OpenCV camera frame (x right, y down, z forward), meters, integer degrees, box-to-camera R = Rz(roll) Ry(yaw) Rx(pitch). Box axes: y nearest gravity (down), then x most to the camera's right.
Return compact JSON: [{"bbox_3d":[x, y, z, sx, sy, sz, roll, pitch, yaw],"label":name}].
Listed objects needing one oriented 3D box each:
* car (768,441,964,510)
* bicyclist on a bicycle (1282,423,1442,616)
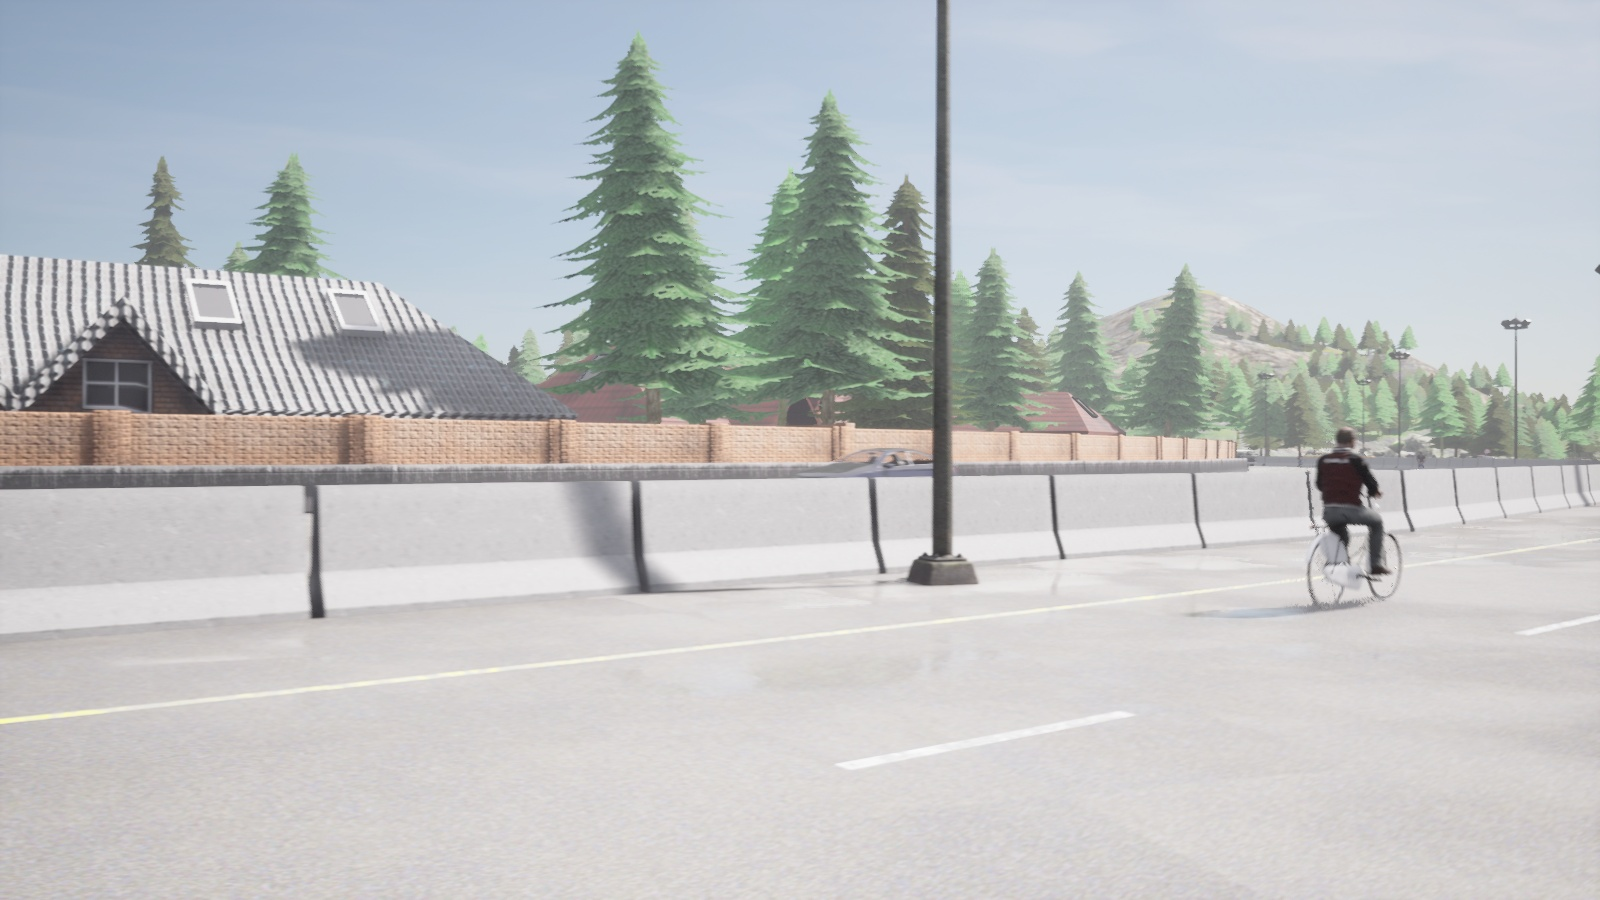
[{"bbox_3d":[1.764,0.606,32.236,5.027,1.651,2.152,0,0,-43],"label":"car"},{"bbox_3d":[5.555,0.636,12.374,1.843,1.776,0.659,0,0,-39],"label":"bicyclist on a bicycle"}]
